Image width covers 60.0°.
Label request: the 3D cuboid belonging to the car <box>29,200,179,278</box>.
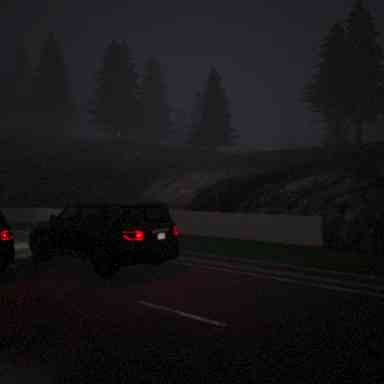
[{"bbox_3d":[-2.936,1.261,10.524,5.566,2.045,2.150,0,0,38],"label":"car"}]

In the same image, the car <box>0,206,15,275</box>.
[{"bbox_3d":[-7.139,1.250,9.319,5.566,2.045,2.150,0,0,37],"label":"car"}]
